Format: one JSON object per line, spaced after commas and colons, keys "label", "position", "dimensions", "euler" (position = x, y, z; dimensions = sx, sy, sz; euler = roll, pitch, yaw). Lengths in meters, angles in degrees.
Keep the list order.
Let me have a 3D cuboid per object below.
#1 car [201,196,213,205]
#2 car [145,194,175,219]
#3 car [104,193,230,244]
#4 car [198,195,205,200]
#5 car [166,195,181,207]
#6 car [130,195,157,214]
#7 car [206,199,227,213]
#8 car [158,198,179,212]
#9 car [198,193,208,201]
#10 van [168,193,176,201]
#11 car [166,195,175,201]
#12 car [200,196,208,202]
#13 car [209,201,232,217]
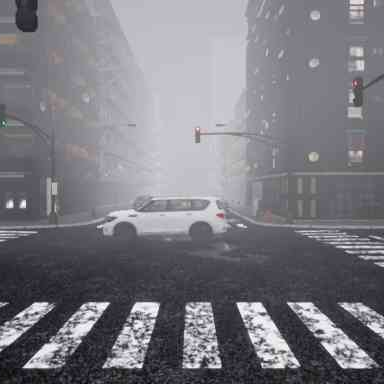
{"label": "car", "position": [2.647, 1.523, 59.078], "dimensions": [1.887, 1.381, 4.507], "euler": [-1, 0, 0]}
{"label": "car", "position": [-2.808, 1.212, 30.382], "dimensions": [2.150, 2.045, 5.566], "euler": [0, 0, 0]}
{"label": "car", "position": [-1.158, 1.216, 15.367], "dimensions": [5.566, 2.045, 2.150], "euler": [0, 0, 0]}
{"label": "car", "position": [2.700, 1.539, 92.313], "dimensions": [1.802, 1.307, 4.206], "euler": [-1, 0, 0]}
{"label": "car", "position": [-2.760, 1.334, 50.395], "dimensions": [2.097, 1.767, 4.553], "euler": [0, 0, 0]}
{"label": "car", "position": [-5.271, 1.303, 36.993], "dimensions": [2.192, 1.841, 5.009], "euler": [-1, 0, 0]}
{"label": "car", "position": [2.612, 1.539, 36.921], "dimensions": [2.008, 1.369, 4.403], "euler": [-1, 0, 0]}
{"label": "car", "position": [-2.785, 1.478, 40.332], "dimensions": [2.128, 1.511, 4.902], "euler": [0, 0, 0]}
{"label": "car", "position": [2.679, 1.280, 81.235], "dimensions": [2.192, 1.841, 5.009], "euler": [-1, 0, 0]}
{"label": "van", "position": [-5.192, 1.302, 86.828], "dimensions": [1.690, 1.788, 3.998], "euler": [-1, 0, 0]}
{"label": "car", "position": [-5.199, 1.491, 81.120], "dimensions": [1.752, 1.417, 4.829], "euler": [-1, 0, 0]}
{"label": "car", "position": [2.674, 1.551, 75.696], "dimensions": [1.802, 1.307, 4.206], "euler": [-1, 0, 0]}
{"label": "car", "position": [2.604, 1.572, 31.382], "dimensions": [1.802, 1.307, 4.206], "euler": [-1, 0, 0]}
